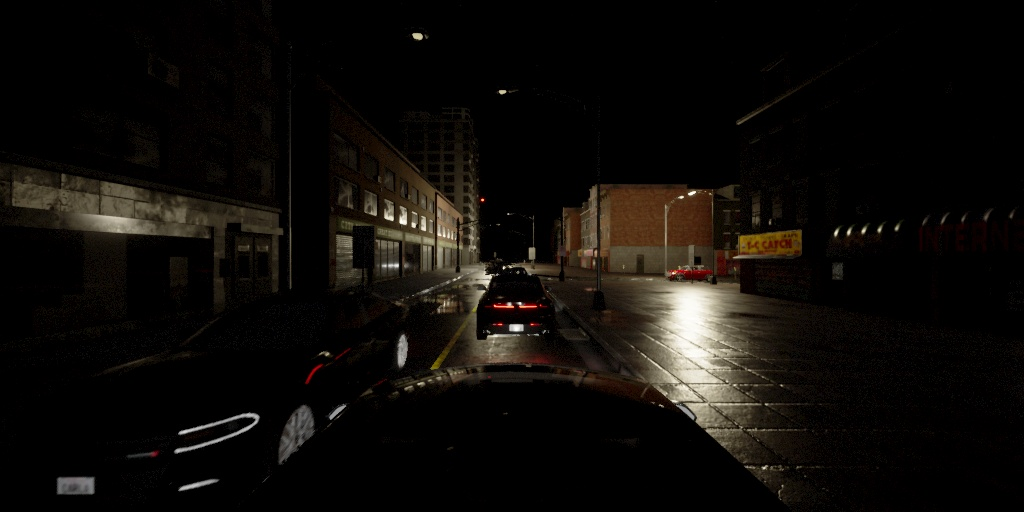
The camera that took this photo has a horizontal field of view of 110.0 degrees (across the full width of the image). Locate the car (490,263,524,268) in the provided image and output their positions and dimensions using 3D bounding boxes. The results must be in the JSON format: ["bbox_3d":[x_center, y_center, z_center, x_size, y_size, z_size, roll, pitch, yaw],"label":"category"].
[{"bbox_3d":[0.093,1.298,19.546,2.033,1.411,5.357,0,0,0],"label":"car"}]

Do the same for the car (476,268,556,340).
[{"bbox_3d":[0.085,1.255,9.935,1.837,1.490,4.892,0,0,0],"label":"car"}]

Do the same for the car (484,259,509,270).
[{"bbox_3d":[-1.055,1.262,34.661,1.837,1.490,4.892,-1,0,-26],"label":"car"}]

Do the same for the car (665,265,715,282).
[{"bbox_3d":[16.332,1.574,33.134,4.097,1.591,1.967,0,0,0],"label":"car"}]

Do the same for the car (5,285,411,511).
[{"bbox_3d":[-2.852,1.228,4.840,1.882,1.535,5.008,0,0,0],"label":"car"}]
